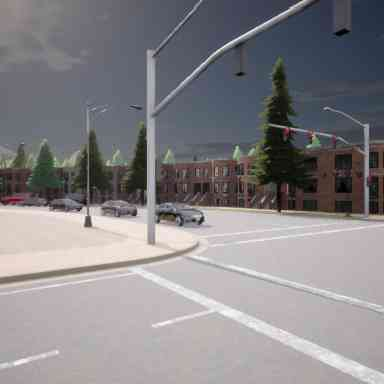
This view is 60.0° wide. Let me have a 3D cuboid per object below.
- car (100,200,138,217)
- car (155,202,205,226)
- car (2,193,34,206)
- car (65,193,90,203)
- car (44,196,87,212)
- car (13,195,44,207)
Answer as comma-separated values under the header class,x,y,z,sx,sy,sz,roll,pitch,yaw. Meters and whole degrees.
class,x,y,z,sx,sy,sz,roll,pitch,yaw
car,-6.837,1.504,30.901,1.837,1.490,4.892,0,0,-40
car,-1.072,1.492,23.352,2.128,1.511,4.902,0,0,-36
car,-29.038,1.221,55.918,5.566,2.045,2.150,0,0,10
car,-18.919,1.221,52.865,5.566,2.045,2.150,0,0,23
car,-14.587,1.506,38.391,4.892,1.490,1.837,0,0,35
car,-24.176,1.547,51.132,5.357,1.411,2.033,0,0,17
